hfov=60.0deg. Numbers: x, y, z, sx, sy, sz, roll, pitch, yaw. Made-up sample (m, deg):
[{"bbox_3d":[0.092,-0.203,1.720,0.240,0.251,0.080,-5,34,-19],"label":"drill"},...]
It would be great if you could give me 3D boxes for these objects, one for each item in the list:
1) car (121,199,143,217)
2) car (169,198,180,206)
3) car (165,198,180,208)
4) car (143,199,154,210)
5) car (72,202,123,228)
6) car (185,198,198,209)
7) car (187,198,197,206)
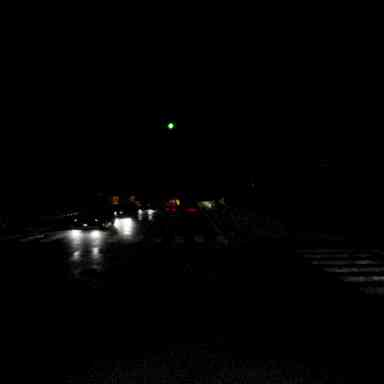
[{"bbox_3d":[-6.620,1.669,33.464,2.128,1.511,4.902,0,0,0],"label":"car"},{"bbox_3d":[-3.315,1.889,63.876,1.882,1.535,5.008,0,0,0],"label":"car"},{"bbox_3d":[-3.301,1.932,53.902,1.895,1.301,4.718,0,0,0],"label":"car"},{"bbox_3d":[-6.625,1.777,48.520,1.837,1.490,4.892,0,0,0],"label":"car"},{"bbox_3d":[-6.602,1.665,23.217,2.033,1.411,5.357,0,0,0],"label":"car"},{"bbox_3d":[-0.049,1.851,53.460,1.837,1.490,4.892,0,0,0],"label":"car"},{"bbox_3d":[-0.065,1.908,63.881,1.882,1.535,5.008,0,0,0],"label":"car"}]
